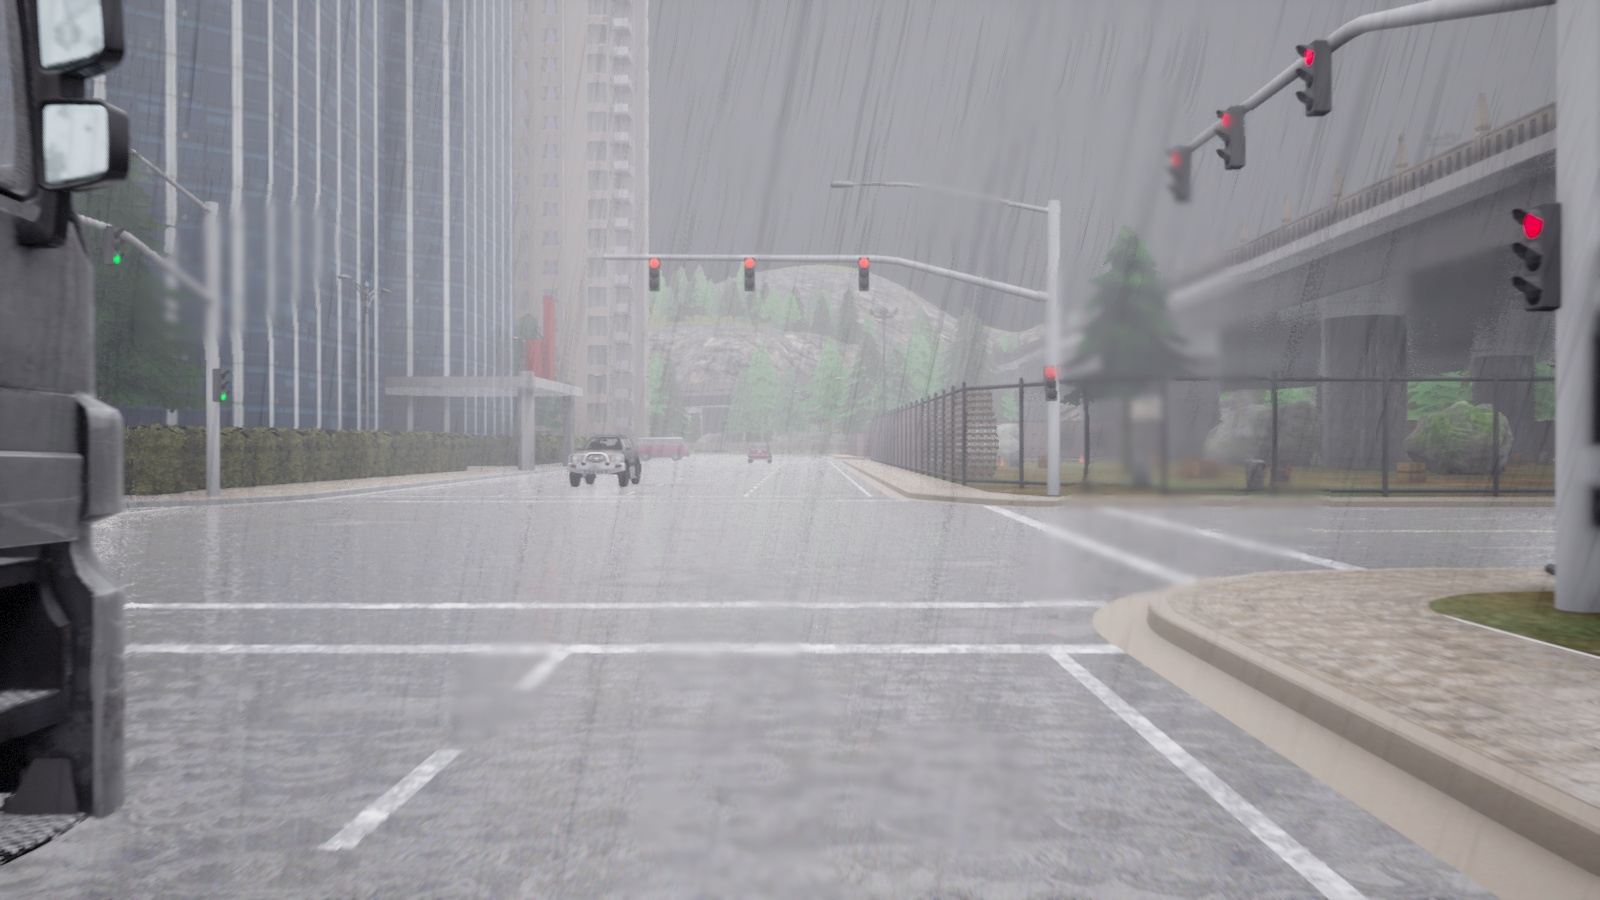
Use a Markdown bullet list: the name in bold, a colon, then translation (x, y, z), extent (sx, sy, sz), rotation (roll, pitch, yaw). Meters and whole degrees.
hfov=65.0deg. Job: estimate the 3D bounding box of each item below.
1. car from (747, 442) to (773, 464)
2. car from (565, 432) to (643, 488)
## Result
- **car**: translation (-2.960, 0.200, 92.835), extent (1.789, 1.549, 3.705), rotation (0, 0, 0)
- **car**: translation (-6.737, 0.312, 43.584), extent (1.932, 1.855, 4.605), rotation (0, 0, 0)
